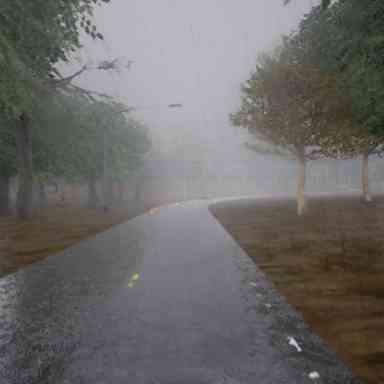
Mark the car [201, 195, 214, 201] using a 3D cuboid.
[{"bbox_3d":[3.431,1.259,74.796,1.895,1.301,4.718,1,1,18],"label":"car"}]

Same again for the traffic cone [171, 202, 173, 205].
[{"bbox_3d":[-3.339,1.831,55.056,0.340,0.580,0.340,0,1,7],"label":"traffic cone"}]
